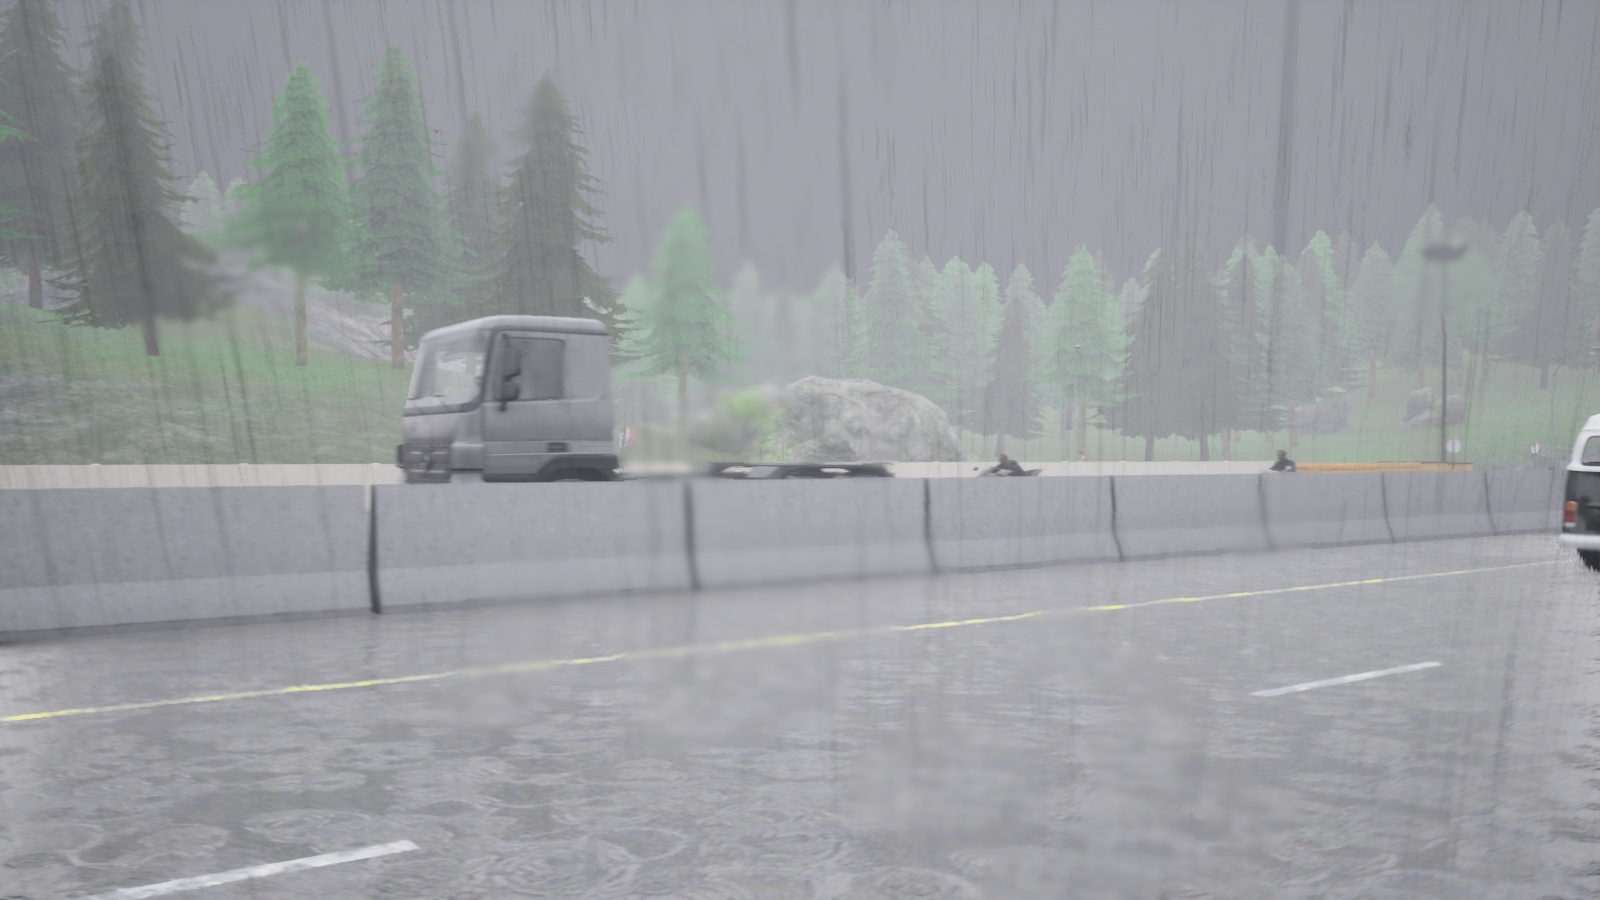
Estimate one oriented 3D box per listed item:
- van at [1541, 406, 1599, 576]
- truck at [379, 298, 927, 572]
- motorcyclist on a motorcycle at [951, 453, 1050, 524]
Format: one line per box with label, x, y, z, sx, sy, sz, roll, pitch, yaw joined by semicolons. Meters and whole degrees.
van;11.631;0.484;16.019;4.480;2.038;2.069;0;0;-35
truck;-2.032;-0.185;19.306;7.936;3.462;2.891;0;0;-35
motorcyclist on a motorcycle;4.503;0.839;28.114;2.191;1.530;0.866;0;0;-35
